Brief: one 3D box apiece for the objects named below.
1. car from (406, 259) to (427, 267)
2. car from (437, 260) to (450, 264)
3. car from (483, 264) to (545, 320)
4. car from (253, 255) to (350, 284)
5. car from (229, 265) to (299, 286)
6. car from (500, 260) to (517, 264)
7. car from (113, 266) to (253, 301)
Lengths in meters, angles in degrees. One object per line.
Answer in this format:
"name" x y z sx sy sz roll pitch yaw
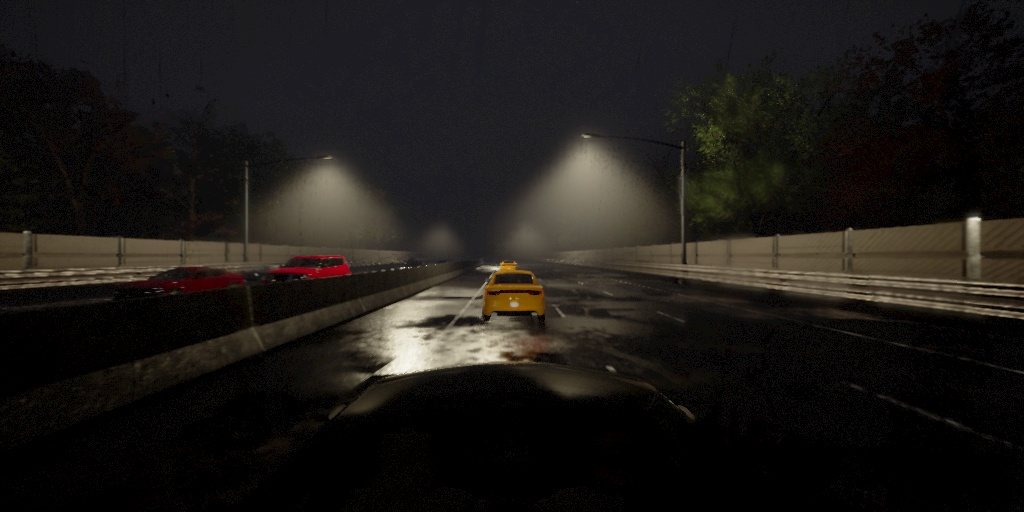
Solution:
"car" -14.940 1.327 57.125 1.994 1.385 4.181 0 0 -1
"car" -11.522 1.312 60.664 2.033 1.411 5.357 0 0 -1
"car" 0.055 1.231 12.682 1.882 1.535 5.008 0 0 0
"car" -10.696 0.978 19.186 2.150 2.045 5.566 0 0 -1
"car" -17.779 1.359 26.071 1.895 1.301 4.718 0 0 -1
"car" -0.409 1.240 43.518 1.882 1.535 5.008 0 0 -1
"car" -14.166 1.234 15.677 1.882 1.535 5.008 0 0 0
